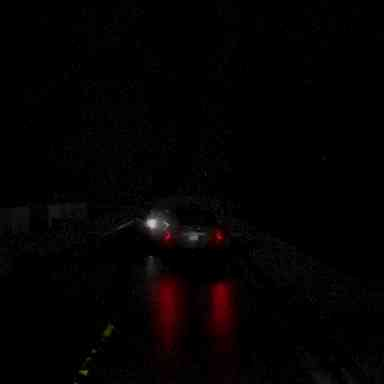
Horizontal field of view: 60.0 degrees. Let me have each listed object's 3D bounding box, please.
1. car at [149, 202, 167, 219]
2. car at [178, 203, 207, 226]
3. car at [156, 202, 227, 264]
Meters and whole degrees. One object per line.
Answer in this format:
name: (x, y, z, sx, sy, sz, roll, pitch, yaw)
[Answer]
car: (-2.778, 1.668, 30.965, 1.812, 1.442, 4.674, 0, 0, 0)
car: (0.081, 1.669, 25.811, 2.033, 1.411, 5.357, 0, 0, 1)
car: (0.073, 1.415, 12.215, 2.097, 1.767, 4.553, 0, 0, 1)
